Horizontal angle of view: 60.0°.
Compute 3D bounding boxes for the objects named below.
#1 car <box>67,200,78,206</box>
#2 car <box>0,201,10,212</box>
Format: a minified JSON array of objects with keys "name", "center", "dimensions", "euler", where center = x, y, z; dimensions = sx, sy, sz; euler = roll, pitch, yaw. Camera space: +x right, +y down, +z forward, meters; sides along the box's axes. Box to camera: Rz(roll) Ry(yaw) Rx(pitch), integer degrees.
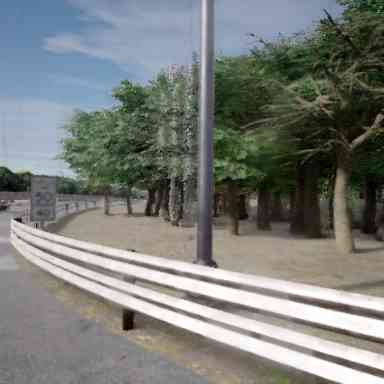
[{"name":"car","center":[-28.203,2.662,79.076],"dimensions":[2.033,1.411,5.357],"euler":[1,-1,-1]},{"name":"car","center":[-26.765,1.964,45.365],"dimensions":[1.837,1.490,4.892],"euler":[1,-1,-3]}]
